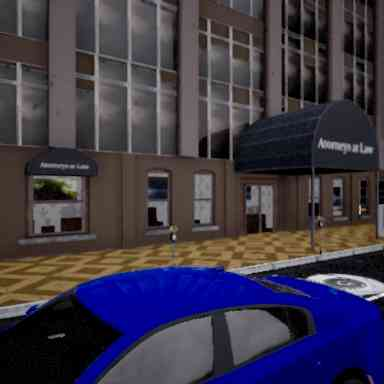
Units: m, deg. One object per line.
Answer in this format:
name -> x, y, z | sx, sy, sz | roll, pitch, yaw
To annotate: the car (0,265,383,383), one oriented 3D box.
car -> -0.431, 1.475, 2.739 | 5.008, 1.535, 1.882 | 0, 0, -33
